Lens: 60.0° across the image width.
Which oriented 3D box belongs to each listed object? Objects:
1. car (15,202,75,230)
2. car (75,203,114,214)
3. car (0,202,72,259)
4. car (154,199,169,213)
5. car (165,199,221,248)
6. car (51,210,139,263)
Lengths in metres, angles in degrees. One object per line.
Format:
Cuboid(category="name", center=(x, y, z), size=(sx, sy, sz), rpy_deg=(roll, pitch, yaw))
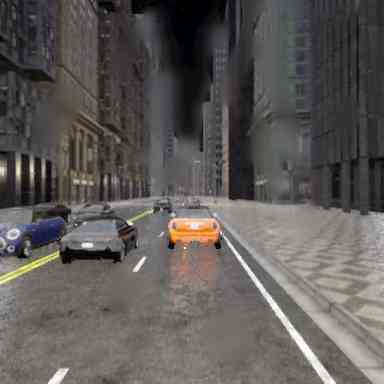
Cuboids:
Cuboid(category="car", center=(-9.757, 1.495, 22.556), size=(1.882, 1.535, 5.008), rpy_deg=(0, 0, 0))
Cuboid(category="car", center=(-6.507, 1.526, 22.464), size=(1.837, 1.490, 4.892), rpy_deg=(0, 0, 0))
Cuboid(category="car", center=(-6.546, 1.361, 12.628), size=(2.097, 1.767, 4.553), rpy_deg=(0, 0, 0))
Cuboid(category="car", center=(-3.148, 1.533, 36.919), size=(1.837, 1.490, 4.892), rpy_deg=(0, 0, 0))
Cuboid(category="car", center=(0.100, 1.363, 14.993), size=(2.097, 1.767, 4.553), rpy_deg=(0, 0, 0))
Cuboid(category="car", center=(-3.149, 1.573, 12.017), size=(1.994, 1.385, 4.181), rpy_deg=(0, 0, 0))
